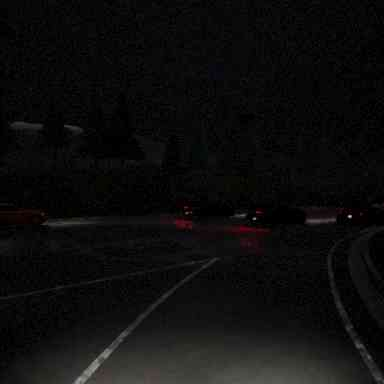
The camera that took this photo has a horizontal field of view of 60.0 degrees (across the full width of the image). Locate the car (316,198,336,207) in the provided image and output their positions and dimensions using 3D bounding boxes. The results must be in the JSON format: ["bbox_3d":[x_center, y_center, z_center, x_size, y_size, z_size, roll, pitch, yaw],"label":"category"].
[{"bbox_3d":[20.110,1.516,48.705,4.718,1.301,1.895,0,0,-41],"label":"car"}]

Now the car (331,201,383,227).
[{"bbox_3d":[11.497,1.524,22.440,4.181,1.385,1.994,0,0,-43],"label":"car"}]

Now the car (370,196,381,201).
[{"bbox_3d":[32.369,1.443,59.481,5.357,1.411,2.033,0,0,-41],"label":"car"}]

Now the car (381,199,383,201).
[{"bbox_3d":[35.391,1.121,57.459,5.566,2.045,2.150,0,0,-41],"label":"car"}]

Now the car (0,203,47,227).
[{"bbox_3d":[-11.829,1.445,20.898,5.008,1.535,1.882,0,0,-41],"label":"car"}]

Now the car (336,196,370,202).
[{"bbox_3d":[22.358,1.520,46.022,4.718,1.301,1.895,0,0,-41],"label":"car"}]

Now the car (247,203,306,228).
[{"bbox_3d":[5.728,1.453,22.262,4.902,1.511,2.128,0,0,-41],"label":"car"}]

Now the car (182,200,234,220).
[{"bbox_3d":[1.423,1.445,27.795,4.902,1.511,2.128,0,0,-41],"label":"car"}]
